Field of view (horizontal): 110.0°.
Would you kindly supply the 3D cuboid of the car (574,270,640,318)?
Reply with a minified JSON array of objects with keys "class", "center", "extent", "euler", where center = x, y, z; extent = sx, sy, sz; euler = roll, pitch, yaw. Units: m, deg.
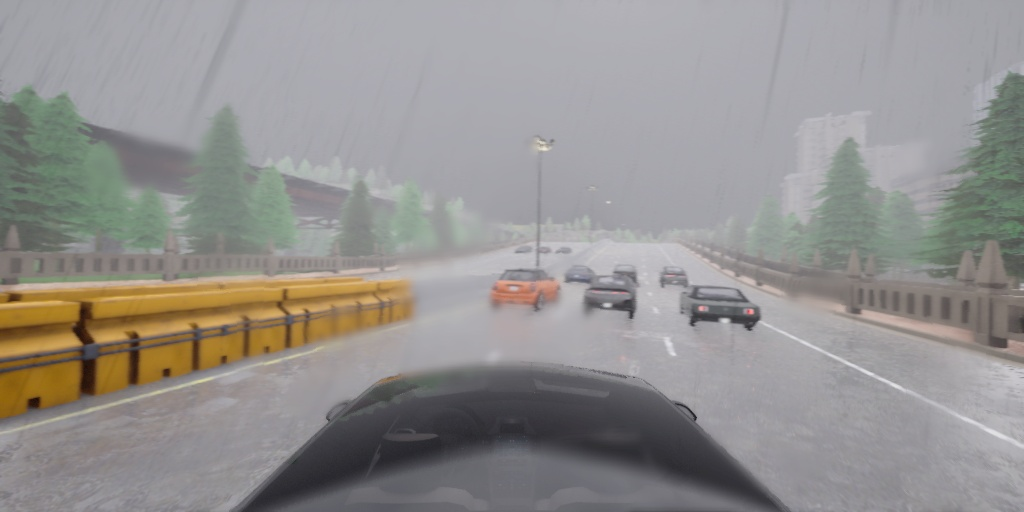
[{"class":"car","center":[4.119,1.542,14.690],"extent":[2.128,1.511,4.902],"euler":[1,-1,20]}]

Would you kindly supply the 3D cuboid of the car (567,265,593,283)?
[{"class":"car","center":[5.724,1.463,29.898],"extent":[1.994,1.385,4.181],"euler":[1,3,20]}]

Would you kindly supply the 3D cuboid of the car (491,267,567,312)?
[{"class":"car","center":[0.793,1.318,15.771],"extent":[2.097,1.767,4.553],"euler":[1,-1,20]}]

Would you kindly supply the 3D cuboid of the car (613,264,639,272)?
[{"class":"car","center":[9.383,1.418,29.729],"extent":[1.882,1.535,5.008],"euler":[1,3,20]}]

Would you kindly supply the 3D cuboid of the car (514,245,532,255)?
[{"class":"car","center":[2.041,-1.114,61.892],"extent":[2.033,1.411,5.357],"euler":[1,6,20]}]

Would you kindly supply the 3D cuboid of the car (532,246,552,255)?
[{"class":"car","center":[5.365,-0.988,60.829],"extent":[1.895,1.301,4.718],"euler":[1,6,20]}]

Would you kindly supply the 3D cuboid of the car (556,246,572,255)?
[{"class":"car","center":[8.679,-0.910,59.714],"extent":[1.895,1.301,4.718],"euler":[1,6,20]}]

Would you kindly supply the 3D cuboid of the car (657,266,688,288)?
[{"class":"car","center":[12.309,1.553,27.532],"extent":[2.128,1.511,4.902],"euler":[1,2,20]}]

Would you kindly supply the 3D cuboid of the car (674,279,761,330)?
[{"class":"car","center":[7.208,1.718,12.949],"extent":[1.895,1.301,4.718],"euler":[1,-1,20]}]
